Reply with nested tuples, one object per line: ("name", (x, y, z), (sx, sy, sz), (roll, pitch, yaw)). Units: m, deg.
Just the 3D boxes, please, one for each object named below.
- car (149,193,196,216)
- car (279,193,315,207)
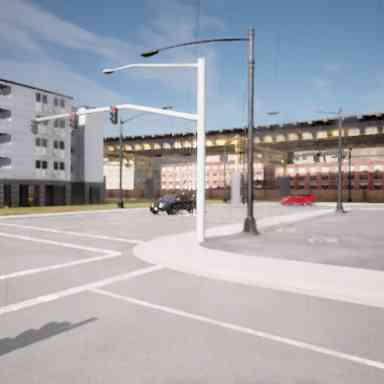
("car", (-1.744, 1.149, 32.445), (2.150, 2.045, 5.566), (1, 0, 34))
("car", (16.122, 1.156, 51.014), (5.566, 2.045, 2.150), (1, 0, -20))
